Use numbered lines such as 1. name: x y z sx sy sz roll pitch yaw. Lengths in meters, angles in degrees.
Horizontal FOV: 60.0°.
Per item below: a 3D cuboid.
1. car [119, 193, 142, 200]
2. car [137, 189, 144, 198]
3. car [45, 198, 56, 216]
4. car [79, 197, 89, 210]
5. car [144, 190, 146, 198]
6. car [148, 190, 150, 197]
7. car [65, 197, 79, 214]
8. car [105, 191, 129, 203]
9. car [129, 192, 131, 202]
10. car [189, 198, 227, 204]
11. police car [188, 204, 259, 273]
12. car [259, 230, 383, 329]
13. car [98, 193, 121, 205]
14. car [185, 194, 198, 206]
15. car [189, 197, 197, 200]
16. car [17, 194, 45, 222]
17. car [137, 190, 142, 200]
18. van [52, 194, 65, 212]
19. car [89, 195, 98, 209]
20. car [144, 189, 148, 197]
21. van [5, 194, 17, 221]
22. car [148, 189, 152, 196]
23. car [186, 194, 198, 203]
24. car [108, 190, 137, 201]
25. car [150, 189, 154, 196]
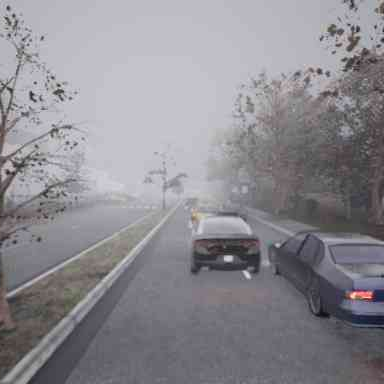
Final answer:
1. car: -13.853 0.988 74.656 4.792 1.488 2.163 -1 1 -20
2. car: -13.858 0.758 71.652 5.566 2.045 2.435 -1 1 -20
3. car: -13.851 1.401 26.689 4.892 1.521 2.231 -1 1 -20
4. car: -13.847 1.378 35.636 4.674 1.452 2.002 -1 1 -20
5. car: -13.828 0.946 77.680 4.674 1.452 2.002 -1 1 -20
6. car: -13.824 0.819 83.679 4.674 1.452 2.002 -1 1 -20
7. car: -13.826 1.232 32.662 4.553 1.767 2.185 -1 1 -20
8. car: -14.010 1.187 56.583 5.366 1.575 1.946 -1 1 -20
9. car: -13.841 1.200 59.656 4.674 1.452 2.002 -1 0 -20
10. car: 0.900 1.401 20.879 1.801 1.575 5.366 0 0 0
11. police car: 0.900 1.423 10.799 1.930 1.638 5.238 0 0 0
12. car: 3.100 1.553 7.356 2.033 1.411 5.357 0 0 0
13. car: -13.817 1.261 50.660 4.792 1.488 2.163 -1 0 -20
14. car: 0.014 1.262 48.376 1.837 1.490 4.892 0 1 0
15. car: 0.900 1.411 26.691 1.837 1.490 4.892 0 0 0
16. car: -13.838 1.169 23.718 5.566 2.045 2.435 -1 0 -20
17. car: -13.659 1.048 68.729 5.366 1.575 1.946 -1 1 -20
18. van: -13.967 1.155 29.626 4.442 1.987 1.878 -1 1 -20
19. car: -13.824 1.346 38.654 4.792 1.488 2.163 -1 0 -20
20. car: -13.856 0.718 80.665 4.553 1.767 2.185 -1 1 -20
21. van: -13.756 1.214 20.765 4.442 1.987 1.878 -1 0 -20
22. car: -13.813 0.712 86.678 5.008 1.535 2.097 -1 2 -20
23. car: 0.000 1.134 62.266 2.128 1.511 4.902 0 1 0
24. car: -13.812 0.881 62.673 5.566 2.045 2.435 -1 0 -20
25. car: -13.790 0.603 92.693 4.792 1.488 2.163 -1 1 -20
